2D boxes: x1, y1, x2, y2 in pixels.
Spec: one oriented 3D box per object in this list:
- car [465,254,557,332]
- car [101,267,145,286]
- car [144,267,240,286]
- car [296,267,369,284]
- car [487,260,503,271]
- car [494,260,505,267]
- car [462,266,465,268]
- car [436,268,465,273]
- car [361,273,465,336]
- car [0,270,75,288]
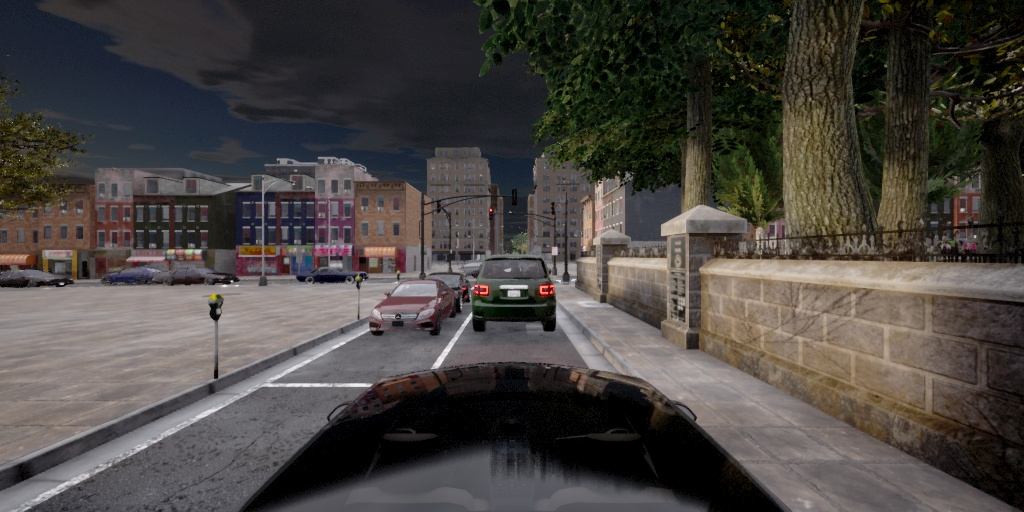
[{"bbox_3d":[0.076,0.971,11.058,2.150,2.045,5.566,0,0,1],"label":"car"},{"bbox_3d":[-31.165,1.645,29.829,4.674,1.442,1.812,-1,0,0],"label":"car"},{"bbox_3d":[-23.692,1.555,26.909,5.357,1.411,2.033,-1,0,0],"label":"car"},{"bbox_3d":[-13.358,1.478,26.942,4.718,1.301,1.895,-1,0,0],"label":"car"},{"bbox_3d":[-2.292,1.301,48.678,1.994,1.385,4.181,0,0,0],"label":"car"},{"bbox_3d":[-2.260,1.334,65.373,1.895,1.301,4.718,0,0,0],"label":"car"},{"bbox_3d":[-3.467,1.279,33.472,1.812,1.442,4.674,0,1,19],"label":"car"},{"bbox_3d":[-2.638,1.315,14.041,1.948,1.339,4.313,0,0,0],"label":"car"},{"bbox_3d":[-2.638,1.331,10.379,1.802,1.307,4.207,0,0,0],"label":"car"},{"bbox_3d":[-36.399,1.757,26.878,5.357,1.411,2.033,-1,0,0],"label":"car"}]
